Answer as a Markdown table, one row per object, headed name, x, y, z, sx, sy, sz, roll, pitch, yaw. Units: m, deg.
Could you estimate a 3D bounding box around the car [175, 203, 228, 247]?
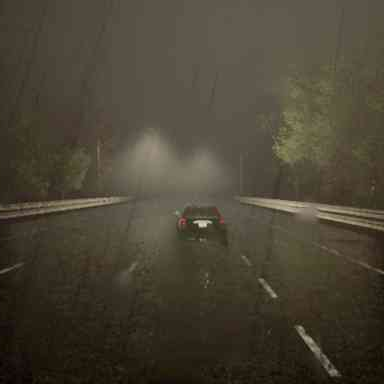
| name | x | y | z | sx | sy | sz | roll | pitch | yaw |
| --- | --- | --- | --- | --- | --- | --- | --- | --- | --- |
| car | 0.306 | 1.285 | 14.940 | 2.097 | 1.767 | 4.553 | 0 | 0 | -3 |
